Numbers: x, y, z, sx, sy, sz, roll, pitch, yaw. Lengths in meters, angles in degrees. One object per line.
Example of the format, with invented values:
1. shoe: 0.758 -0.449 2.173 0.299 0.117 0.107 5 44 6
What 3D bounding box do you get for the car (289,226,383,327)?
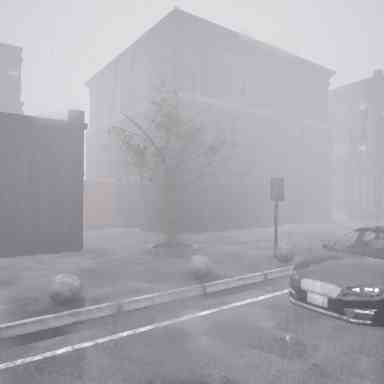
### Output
1. car: 4.045 1.493 6.854 4.902 1.511 2.128 0 0 -35
